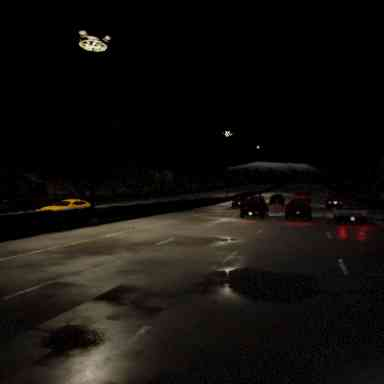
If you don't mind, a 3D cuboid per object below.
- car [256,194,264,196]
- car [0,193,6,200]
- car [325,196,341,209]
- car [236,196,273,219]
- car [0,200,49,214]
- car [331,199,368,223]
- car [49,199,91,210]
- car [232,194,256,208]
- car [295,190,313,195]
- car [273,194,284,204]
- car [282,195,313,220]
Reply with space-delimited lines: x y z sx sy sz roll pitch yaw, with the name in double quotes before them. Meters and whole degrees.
"car" 10.430 1.008 52.634 1.994 1.385 4.181 0 1 19
"car" -19.825 1.088 30.460 2.150 2.045 5.566 0 1 20
"car" 16.814 1.196 39.256 2.033 1.411 5.357 0 1 20
"car" 5.322 1.346 27.815 1.837 1.490 4.892 0 1 20
"car" -11.833 1.451 21.411 1.812 1.442 4.674 0 0 19
"car" 11.457 1.463 24.221 1.895 1.301 4.718 0 1 20
"car" -9.932 1.358 26.943 1.882 1.535 5.008 0 1 20
"car" 6.200 1.232 40.652 1.994 1.385 4.181 0 1 19
"car" 15.511 0.764 46.015 2.150 2.045 5.566 0 1 20
"car" 12.316 1.037 47.488 1.837 1.490 4.892 0 2 20
"car" 8.574 1.322 26.522 1.882 1.535 5.008 0 1 20
